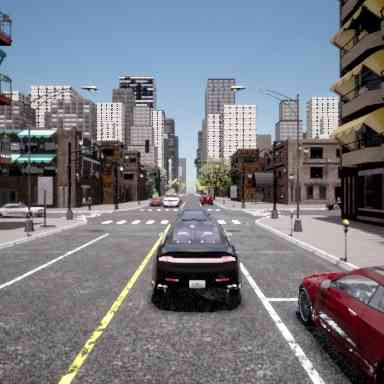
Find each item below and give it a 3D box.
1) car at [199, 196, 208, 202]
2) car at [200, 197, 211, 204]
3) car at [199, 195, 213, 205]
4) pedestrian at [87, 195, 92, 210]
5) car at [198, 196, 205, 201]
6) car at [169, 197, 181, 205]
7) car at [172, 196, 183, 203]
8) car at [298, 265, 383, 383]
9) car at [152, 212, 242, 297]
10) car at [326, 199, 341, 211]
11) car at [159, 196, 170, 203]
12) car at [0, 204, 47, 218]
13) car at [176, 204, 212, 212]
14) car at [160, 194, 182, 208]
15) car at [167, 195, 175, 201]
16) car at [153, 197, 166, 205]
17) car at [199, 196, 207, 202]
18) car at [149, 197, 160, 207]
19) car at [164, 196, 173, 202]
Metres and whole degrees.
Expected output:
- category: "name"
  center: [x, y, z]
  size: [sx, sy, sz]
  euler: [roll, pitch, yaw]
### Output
- category: "car"
  center: [2.660, 1.644, 75.533]
  size: [1.947, 1.339, 4.313]
  euler: [0, 0, 0]
- category: "car"
  center: [2.665, 1.624, 64.482]
  size: [1.947, 1.339, 4.313]
  euler: [0, 0, 0]
- category: "car"
  center: [2.668, 1.365, 58.956]
  size: [2.192, 1.841, 5.009]
  euler: [0, 0, 0]
- category: "pedestrian"
  center: [-12.528, 1.311, 40.686]
  size: [0.375, 1.860, 0.375]
  euler: [0, 0, 0]
- category: "car"
  center: [2.653, 1.696, 92.107]
  size: [1.802, 1.307, 4.206]
  euler: [0, 0, 0]
- category: "car"
  center: [-3.091, 1.616, 60.541]
  size: [1.994, 1.385, 4.181]
  euler: [0, 0, 0]
- category: "car"
  center: [-3.029, 1.609, 70.873]
  size: [2.033, 1.411, 5.357]
  euler: [0, 0, 0]
- category: "car"
  center: [2.690, 1.583, 4.204]
  size: [1.802, 1.307, 4.206]
  euler: [0, 0, 0]
- category: "car"
  center: [0.097, 1.495, 8.604]
  size: [2.128, 1.511, 4.902]
  euler: [0, 0, 0]
- category: "car"
  center: [17.473, 1.378, 37.761]
  size: [4.313, 1.339, 1.947]
  euler: [-1, 0, 0]
- category: "car"
  center: [-5.717, 1.593, 69.833]
  size: [1.752, 1.417, 4.829]
  euler: [0, 0, 0]
- category: "car"
  center: [-16.577, 1.791, 31.945]
  size: [4.718, 1.301, 1.895]
  euler: [-1, 0, 0]
- category: "car"
  center: [0.105, 1.572, 17.916]
  size: [1.994, 1.385, 4.181]
  euler: [0, 0, 1]
- category: "car"
  center: [-3.106, 1.259, 50.490]
  size: [2.150, 2.045, 5.566]
  euler: [0, 0, 0]
- category: "car"
  center: [-5.727, 1.639, 91.934]
  size: [1.752, 1.417, 4.829]
  euler: [0, 0, 0]
- category: "car"
  center: [-5.713, 1.616, 58.952]
  size: [1.947, 1.339, 4.313]
  euler: [0, 0, 0]
- category: "car"
  center: [2.658, 1.640, 81.058]
  size: [2.008, 1.369, 4.403]
  euler: [0, 0, 0]
- category: "car"
  center: [-5.799, 1.586, 53.431]
  size: [1.887, 1.381, 4.507]
  euler: [0, 0, 0]
- category: "car"
  center: [-5.722, 1.671, 81.054]
  size: [1.802, 1.307, 4.206]
  euler: [0, 0, 0]
